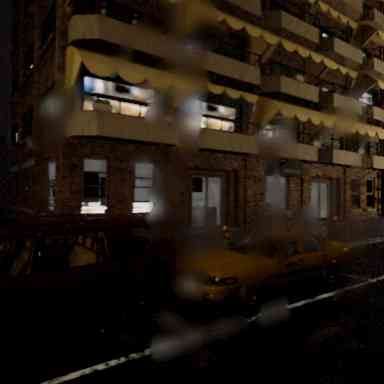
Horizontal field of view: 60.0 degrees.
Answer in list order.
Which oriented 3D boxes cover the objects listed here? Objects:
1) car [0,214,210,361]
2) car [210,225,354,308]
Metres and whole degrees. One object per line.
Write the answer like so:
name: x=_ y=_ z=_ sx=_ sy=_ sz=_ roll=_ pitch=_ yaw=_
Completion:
car: x=-2.437 y=1.313 z=4.757 sx=5.009 sy=1.841 sz=2.192 roll=0 pitch=1 yaw=-35
car: x=1.938 y=1.506 z=7.884 sx=4.829 sy=1.417 sz=1.752 roll=0 pitch=1 yaw=-35
